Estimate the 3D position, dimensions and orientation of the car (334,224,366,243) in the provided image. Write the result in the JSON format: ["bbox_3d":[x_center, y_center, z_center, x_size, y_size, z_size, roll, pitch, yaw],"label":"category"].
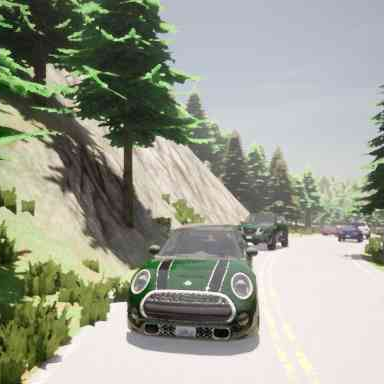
[{"bbox_3d":[15.064,3.984,31.536,1.812,1.442,4.674,0,-6,32],"label":"car"}]

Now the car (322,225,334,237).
[{"bbox_3d":[18.052,5.056,42.972,1.812,1.442,4.674,0,-6,30],"label":"car"}]

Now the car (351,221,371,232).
[{"bbox_3d":[20.386,4.632,40.413,2.150,2.045,5.566,0,-6,31],"label":"car"}]

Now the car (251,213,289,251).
[{"bbox_3d":[4.231,2.253,19.698,2.150,2.045,5.566,0,-5,27],"label":"car"}]

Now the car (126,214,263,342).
[{"bbox_3d":[0.264,1.485,6.991,2.097,1.767,4.553,0,-2,9],"label":"car"}]
